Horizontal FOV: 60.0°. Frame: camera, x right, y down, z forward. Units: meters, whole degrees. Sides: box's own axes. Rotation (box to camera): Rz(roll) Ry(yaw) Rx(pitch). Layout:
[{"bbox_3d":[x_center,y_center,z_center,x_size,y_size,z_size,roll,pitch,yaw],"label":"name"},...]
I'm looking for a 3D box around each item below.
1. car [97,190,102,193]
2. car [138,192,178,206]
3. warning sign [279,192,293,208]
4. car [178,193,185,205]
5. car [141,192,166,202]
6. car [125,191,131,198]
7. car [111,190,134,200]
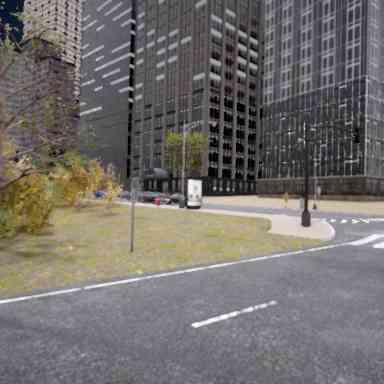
[{"bbox_3d":[-14.719,0.477,55.417,1.882,1.535,5.008,3,-1,-42],"label":"car"},{"bbox_3d":[-4.233,0.725,38.358,2.128,1.511,4.902,3,-1,-40],"label":"car"},{"bbox_3d":[11.221,0.954,39.711,1.300,1.860,1.060,1,-1,-40],"label":"warning sign"},{"bbox_3d":[-1.244,0.888,39.855,1.812,1.442,4.674,3,-1,-40],"label":"car"},{"bbox_3d":[-6.532,0.835,56.070,1.812,1.442,4.674,3,-1,-41],"label":"car"},{"bbox_3d":[-8.837,0.691,53.777,2.128,1.511,4.902,3,-1,-41],"label":"car"},{"bbox_3d":[-13.355,0.476,63.568,2.097,1.767,4.553,3,-1,-43],"label":"car"}]
